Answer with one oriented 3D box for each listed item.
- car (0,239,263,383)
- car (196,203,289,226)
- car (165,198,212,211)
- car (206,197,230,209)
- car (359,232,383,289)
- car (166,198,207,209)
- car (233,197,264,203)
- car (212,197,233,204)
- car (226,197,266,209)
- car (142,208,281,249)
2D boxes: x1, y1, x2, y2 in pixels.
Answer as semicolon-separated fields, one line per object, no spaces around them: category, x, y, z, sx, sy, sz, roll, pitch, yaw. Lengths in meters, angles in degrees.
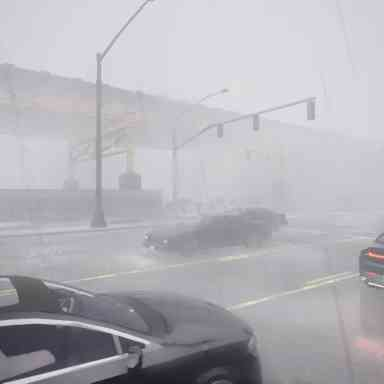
car;-1.529;1.491;2.664;4.902;1.511;2.128;0;0;-35
car;3.082;1.547;18.851;5.357;1.411;2.033;0;0;-33
car;-0.530;1.453;38.017;4.974;1.542;2.038;0;0;8
car;3.238;1.295;40.741;1.853;1.218;4.536;0;0;18
car;5.901;1.505;7.947;4.892;1.490;1.837;0;0;-35
car;-0.582;1.295;38.025;4.536;1.218;1.853;0;0;8
car;7.092;1.295;44.434;4.536;1.218;1.853;0;0;-7
car;3.222;1.453;40.692;2.038;1.542;4.974;0;0;18
car;7.143;1.452;44.440;4.974;1.542;2.038;0;0;-7
car;0.806;1.547;13.078;5.357;1.411;2.033;0;0;-35
